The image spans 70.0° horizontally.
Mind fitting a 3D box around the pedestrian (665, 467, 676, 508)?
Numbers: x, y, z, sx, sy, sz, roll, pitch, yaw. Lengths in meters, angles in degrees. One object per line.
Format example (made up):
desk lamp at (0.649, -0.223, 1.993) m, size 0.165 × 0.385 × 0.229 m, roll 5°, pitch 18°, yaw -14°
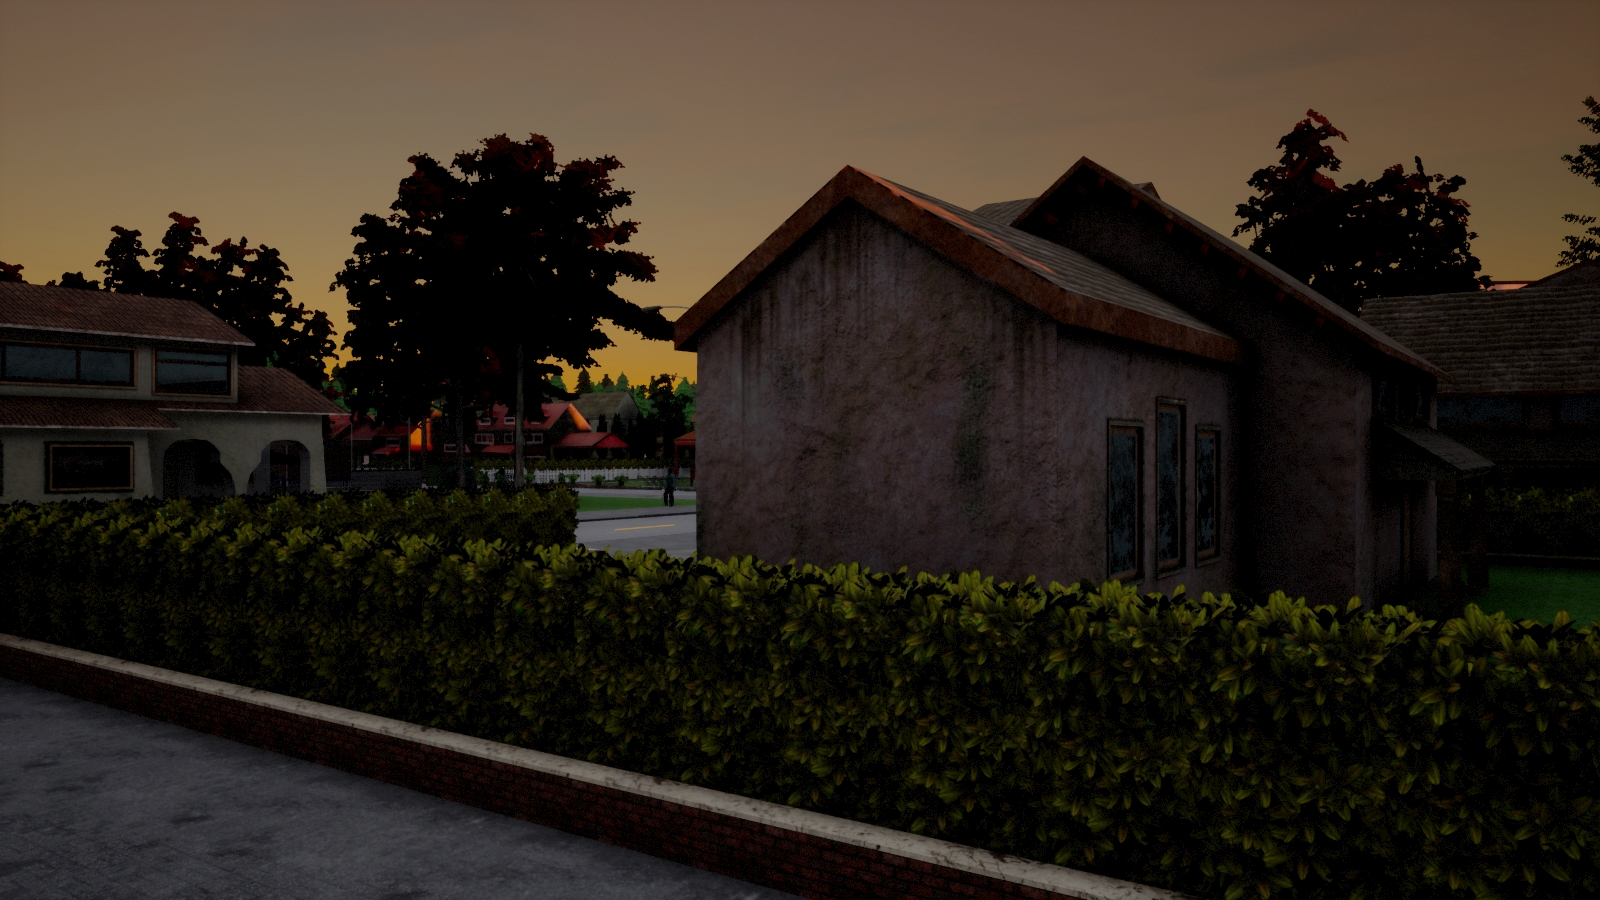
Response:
pedestrian at (-5.974, 1.733, 52.804) m, size 0.375 × 1.860 × 0.375 m, roll 0°, pitch 0°, yaw 31°
